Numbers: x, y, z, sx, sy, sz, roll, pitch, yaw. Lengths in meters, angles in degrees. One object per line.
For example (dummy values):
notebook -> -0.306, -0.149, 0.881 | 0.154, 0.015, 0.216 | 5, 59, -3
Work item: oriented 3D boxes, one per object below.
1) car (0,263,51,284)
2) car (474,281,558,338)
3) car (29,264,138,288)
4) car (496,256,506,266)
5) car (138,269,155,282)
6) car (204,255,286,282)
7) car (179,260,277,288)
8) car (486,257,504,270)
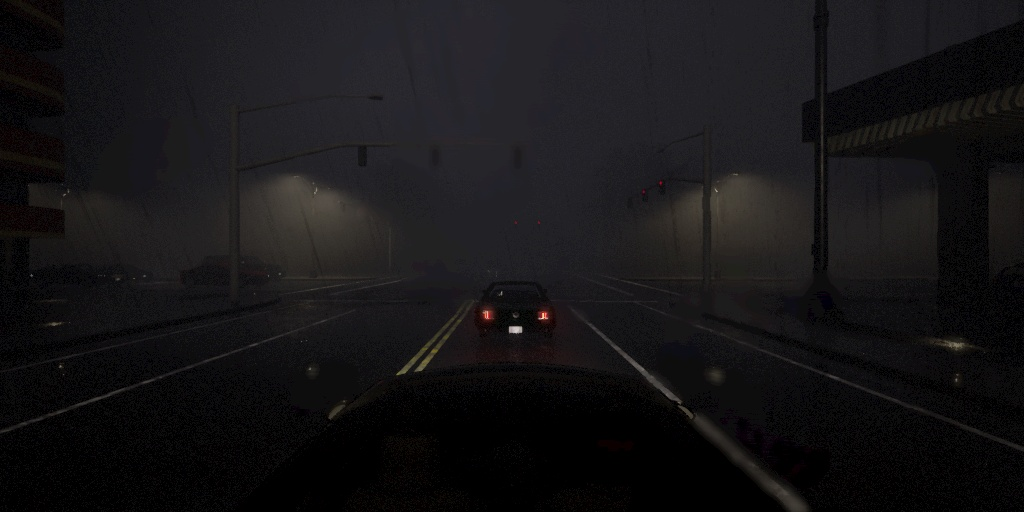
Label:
car -> -37.991, 1.274, 26.825 | 4.674, 1.442, 1.812 | 0, 0, 1
car -> 0.097, 1.350, 10.193 | 1.895, 1.301, 4.718 | 0, 0, 0
car -> -27.833, 1.240, 23.135 | 4.902, 1.511, 2.128 | 0, 0, 1
car -> -2.595, 1.238, 64.121 | 2.128, 1.511, 4.902 | 0, 0, 1
car -> -29.309, 1.313, 26.659 | 4.181, 1.385, 1.994 | 0, 0, 0
car -> -19.891, 0.970, 26.509 | 5.566, 2.045, 2.150 | 0, 0, 1
car -> -18.330, 1.226, 22.961 | 5.008, 1.535, 1.882 | 0, 0, 1
car -> -2.717, 1.239, 53.929 | 2.128, 1.511, 4.902 | 0, 0, 1
